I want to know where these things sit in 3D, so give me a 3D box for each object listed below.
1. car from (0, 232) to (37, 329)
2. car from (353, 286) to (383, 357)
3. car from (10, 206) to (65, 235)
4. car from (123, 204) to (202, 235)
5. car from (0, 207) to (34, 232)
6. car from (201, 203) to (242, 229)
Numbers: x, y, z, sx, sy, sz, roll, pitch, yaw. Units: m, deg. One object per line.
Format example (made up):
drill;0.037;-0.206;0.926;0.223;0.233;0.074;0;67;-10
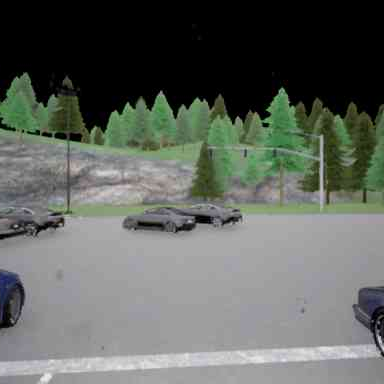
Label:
car;-3.701;1.520;3.891;1.812;1.442;4.674;0;0;-4
car;3.496;1.543;2.737;2.033;1.411;5.357;0;0;-2
car;-9.160;1.465;17.297;4.902;1.511;2.128;0;0;6
car;-1.868;1.535;18.755;4.181;1.385;1.994;0;0;29
car;-10.151;1.525;14.448;5.357;1.411;2.033;0;0;1
car;0.810;1.459;21.326;4.902;1.511;2.128;0;0;32
